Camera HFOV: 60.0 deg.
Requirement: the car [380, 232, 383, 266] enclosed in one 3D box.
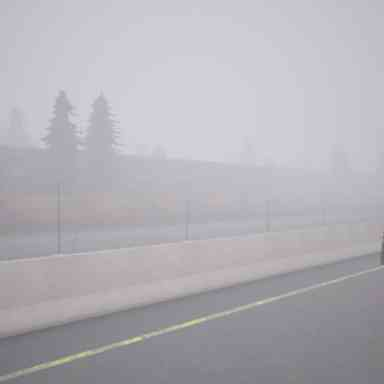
[{"bbox_3d":[7.514,1.344,9.477,5.566,2.045,2.150,0,-1,-37],"label":"car"}]
